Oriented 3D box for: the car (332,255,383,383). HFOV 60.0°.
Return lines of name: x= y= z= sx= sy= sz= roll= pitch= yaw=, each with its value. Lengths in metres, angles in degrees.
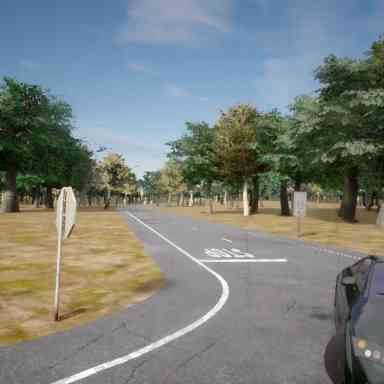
car: x=3.076 y=1.642 z=4.582 sx=1.994 sy=1.385 sz=4.181 roll=1 pitch=-1 yaw=22
